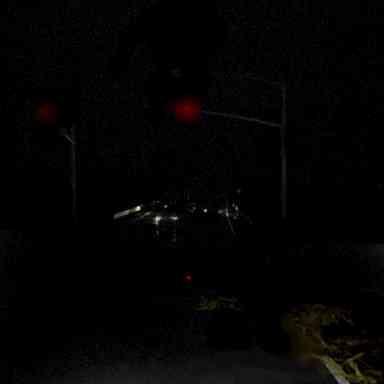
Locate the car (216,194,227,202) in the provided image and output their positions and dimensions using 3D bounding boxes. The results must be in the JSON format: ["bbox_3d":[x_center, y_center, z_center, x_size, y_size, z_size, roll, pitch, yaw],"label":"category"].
[{"bbox_3d":[4.870,1.034,58.529,1.812,1.442,4.674,0,-2,7],"label":"car"}]

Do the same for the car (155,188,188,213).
[{"bbox_3d":[-2.001,0.772,31.794,2.150,2.045,5.566,0,3,6],"label":"car"}]

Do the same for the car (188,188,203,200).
[{"bbox_3d":[-0.169,0.453,47.840,2.150,2.045,5.566,0,0,7],"label":"car"}]

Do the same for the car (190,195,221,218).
[{"bbox_3d":[1.203,1.308,27.666,1.994,1.385,4.181,0,3,5],"label":"car"}]

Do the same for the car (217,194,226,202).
[{"bbox_3d":[6.106,1.272,68.621,1.882,1.535,5.008,0,-1,6],"label":"car"}]
